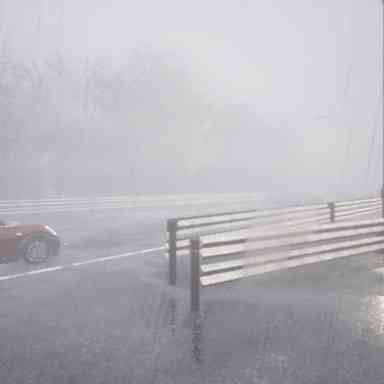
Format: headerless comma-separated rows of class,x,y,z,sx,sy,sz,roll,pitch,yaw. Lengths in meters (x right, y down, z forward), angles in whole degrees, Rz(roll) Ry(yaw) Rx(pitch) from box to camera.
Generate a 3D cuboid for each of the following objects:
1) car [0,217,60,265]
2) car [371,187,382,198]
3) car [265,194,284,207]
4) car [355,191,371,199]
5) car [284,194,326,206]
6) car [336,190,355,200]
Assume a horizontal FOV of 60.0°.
car,-5.928,1.152,8.750,2.097,1.767,4.553,0,1,42
car,25.701,0.252,43.529,2.150,2.045,5.566,1,8,43
car,9.984,0.878,36.680,1.895,1.301,4.718,0,1,42
car,26.793,0.493,50.109,2.033,1.411,5.357,0,1,42
car,11.618,0.858,33.273,2.033,1.411,5.357,0,1,42
car,24.620,0.402,52.941,1.882,1.535,5.008,0,1,42
